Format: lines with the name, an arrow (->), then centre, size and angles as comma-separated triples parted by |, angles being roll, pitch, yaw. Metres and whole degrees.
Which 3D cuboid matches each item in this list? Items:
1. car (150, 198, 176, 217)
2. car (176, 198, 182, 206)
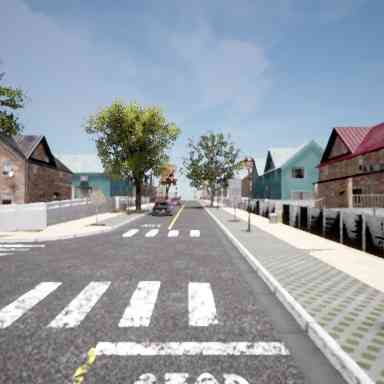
car -> -2.798, 1.611, 31.892 | 1.837, 1.490, 4.892 | 0, 0, 0
car -> -2.840, 1.730, 59.233 | 1.812, 1.442, 4.674 | 0, 0, 0
